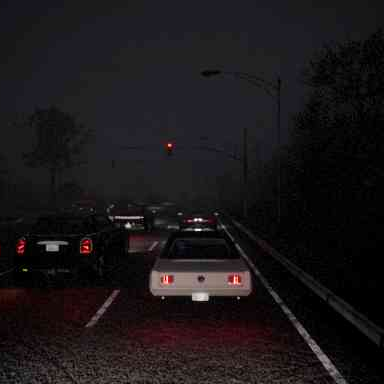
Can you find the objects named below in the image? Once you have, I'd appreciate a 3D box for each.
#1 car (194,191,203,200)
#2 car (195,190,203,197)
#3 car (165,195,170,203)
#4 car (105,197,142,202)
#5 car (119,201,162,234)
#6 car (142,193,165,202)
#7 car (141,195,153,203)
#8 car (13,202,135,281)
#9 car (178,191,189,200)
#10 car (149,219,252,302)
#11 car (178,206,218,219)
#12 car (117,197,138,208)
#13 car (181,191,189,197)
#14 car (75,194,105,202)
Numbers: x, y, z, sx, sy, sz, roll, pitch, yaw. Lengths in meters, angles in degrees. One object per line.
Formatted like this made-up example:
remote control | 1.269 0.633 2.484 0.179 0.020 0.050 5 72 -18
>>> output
car | 1.512 1.039 75.921 2.128 1.511 4.902 0 3 1
car | 1.747 0.369 86.338 1.994 1.385 4.181 0 3 1
car | -5.679 1.357 67.939 1.882 1.535 5.008 0 1 2
car | -6.573 1.352 32.434 2.097 1.767 4.553 0 0 1
car | -3.187 1.492 19.053 2.128 1.511 4.902 0 0 0
car | -6.119 1.223 52.465 2.150 2.045 5.566 0 0 2
car | -9.173 1.401 68.188 1.812 1.442 4.674 0 2 2
car | -3.295 1.352 10.042 2.097 1.767 4.553 0 0 1
car | -1.987 0.738 76.015 2.150 2.045 5.566 0 3 1
car | 0.178 1.601 8.211 1.895 1.301 4.718 0 0 0
car | 0.319 1.505 17.464 1.837 1.490 4.892 0 0 1
car | -9.668 1.490 50.086 2.128 1.511 4.902 0 0 1
car | -1.751 0.410 86.449 1.895 1.301 4.718 0 3 1
car | -10.060 1.224 32.968 2.150 2.045 5.566 0 0 1
